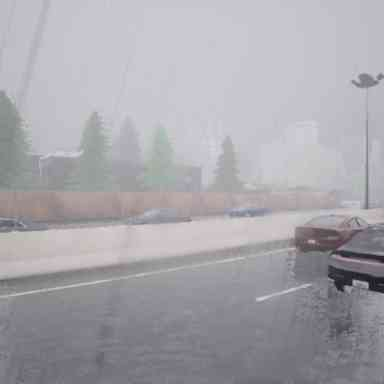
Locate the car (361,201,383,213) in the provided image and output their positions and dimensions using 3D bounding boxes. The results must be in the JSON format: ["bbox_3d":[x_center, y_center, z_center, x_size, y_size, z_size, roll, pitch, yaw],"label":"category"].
[{"bbox_3d":[26.397,2.162,48.248,4.892,1.490,1.837,0,0,-44],"label":"car"}]

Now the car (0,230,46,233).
[{"bbox_3d":[-7.551,1.577,11.649,4.902,1.511,2.128,1,-1,-36],"label":"car"}]

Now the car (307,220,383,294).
[{"bbox_3d":[5.121,1.606,8.031,4.902,1.511,2.128,1,-1,-40],"label":"car"}]

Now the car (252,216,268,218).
[{"bbox_3d":[5.734,1.860,32.896,5.008,1.535,1.882,1,-1,-44],"label":"car"}]

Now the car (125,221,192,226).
[{"bbox_3d":[-2.033,1.735,20.562,4.674,1.442,1.812,1,-1,-42],"label":"car"}]

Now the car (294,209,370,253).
[{"bbox_3d":[6.100,1.656,13.553,5.008,1.535,1.882,1,-1,-43],"label":"car"}]
